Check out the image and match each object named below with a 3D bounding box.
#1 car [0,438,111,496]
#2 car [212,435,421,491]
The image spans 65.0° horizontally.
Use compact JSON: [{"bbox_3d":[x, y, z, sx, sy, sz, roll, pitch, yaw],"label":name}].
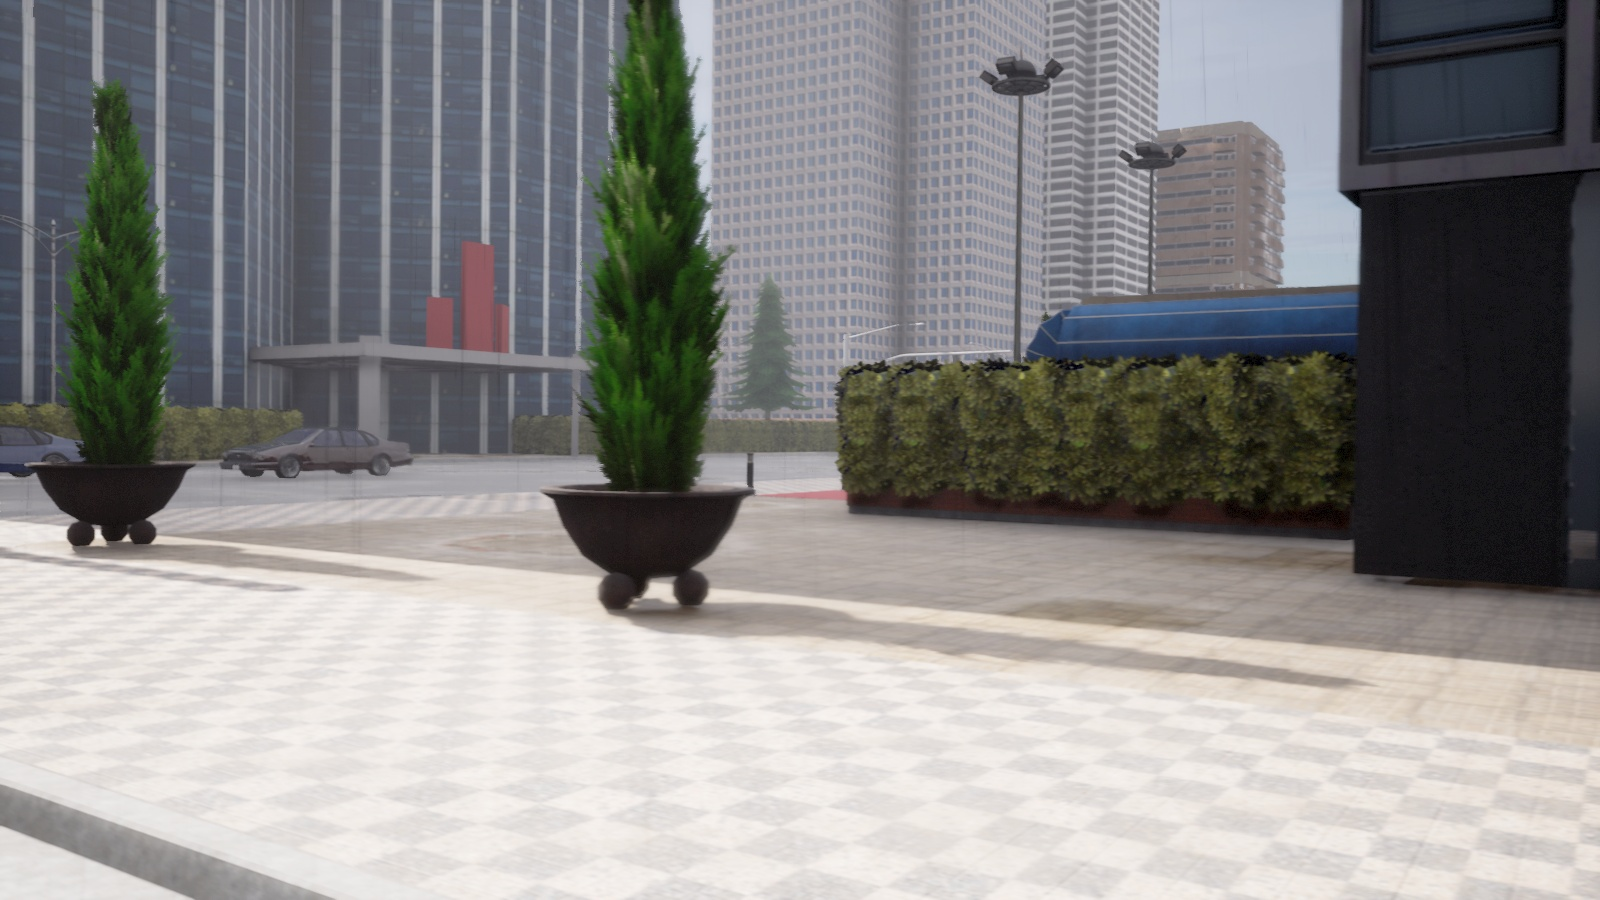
[{"bbox_3d":[-20.497,0.417,31.432,2.033,1.411,5.357,0,1,33],"label":"car"},{"bbox_3d":[-13.580,0.308,35.654,2.033,1.411,5.357,0,1,33],"label":"car"}]
